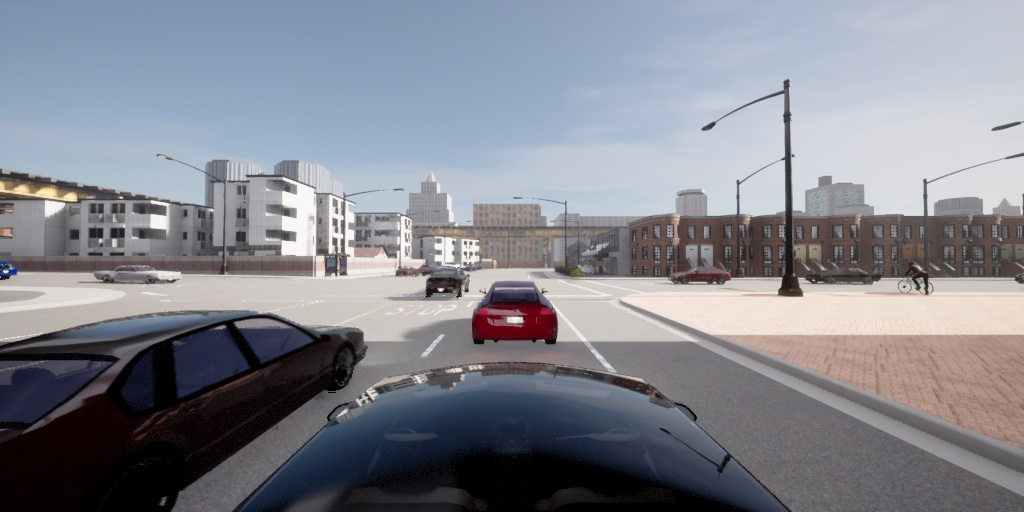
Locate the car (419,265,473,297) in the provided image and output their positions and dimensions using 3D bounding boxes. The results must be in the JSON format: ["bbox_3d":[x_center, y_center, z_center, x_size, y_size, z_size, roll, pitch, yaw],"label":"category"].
[{"bbox_3d":[-3.463,1.411,19.836,1.837,1.490,4.892,0,-1,0],"label":"car"}]

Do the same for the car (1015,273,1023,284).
[{"bbox_3d":[43.349,1.558,28.581,4.674,1.442,1.812,0,-1,2],"label":"car"}]

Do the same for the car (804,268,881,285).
[{"bbox_3d":[26.583,1.642,28.966,4.718,1.301,1.895,0,-1,1],"label":"car"}]

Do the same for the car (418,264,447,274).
[{"bbox_3d":[-10.184,1.989,46.217,1.895,1.301,4.718,0,-1,3],"label":"car"}]

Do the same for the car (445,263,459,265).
[{"bbox_3d":[-9.720,2.172,55.412,1.895,1.301,4.718,0,-1,4],"label":"car"}]

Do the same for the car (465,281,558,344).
[{"bbox_3d":[0.054,1.347,9.656,1.994,1.385,4.181,0,0,0],"label":"car"}]

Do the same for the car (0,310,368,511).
[{"bbox_3d":[-3.404,1.299,3.734,2.033,1.411,5.357,0,0,0],"label":"car"}]

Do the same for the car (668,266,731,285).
[{"bbox_3d":[15.238,1.572,29.195,4.674,1.442,1.812,0,-1,1],"label":"car"}]

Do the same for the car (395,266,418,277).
[{"bbox_3d":[-13.671,1.962,46.697,1.994,1.385,4.181,0,-1,2],"label":"car"}]

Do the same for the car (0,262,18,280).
[{"bbox_3d":[-38.567,0.686,24.783,5.566,2.045,2.150,2,-2,-15],"label":"car"}]

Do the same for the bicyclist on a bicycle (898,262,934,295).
[{"bbox_3d":[20.347,1.128,18.119,0.582,1.620,1.656,0,-1,1],"label":"bicyclist on a bicycle"}]

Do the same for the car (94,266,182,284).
[{"bbox_3d":[-27.213,1.354,26.232,4.718,1.301,1.895,1,-1,-1],"label":"car"}]
